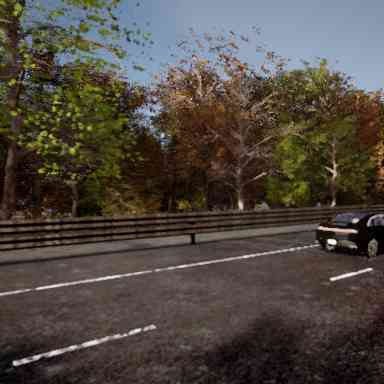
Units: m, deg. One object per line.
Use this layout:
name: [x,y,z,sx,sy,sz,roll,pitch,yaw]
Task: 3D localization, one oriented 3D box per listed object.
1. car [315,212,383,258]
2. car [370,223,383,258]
car: [6.840,1.533,13.009,4.902,1.511,2.128,0,0,-36]
car: [6.746,1.557,8.616,4.674,1.442,1.812,0,0,-36]
